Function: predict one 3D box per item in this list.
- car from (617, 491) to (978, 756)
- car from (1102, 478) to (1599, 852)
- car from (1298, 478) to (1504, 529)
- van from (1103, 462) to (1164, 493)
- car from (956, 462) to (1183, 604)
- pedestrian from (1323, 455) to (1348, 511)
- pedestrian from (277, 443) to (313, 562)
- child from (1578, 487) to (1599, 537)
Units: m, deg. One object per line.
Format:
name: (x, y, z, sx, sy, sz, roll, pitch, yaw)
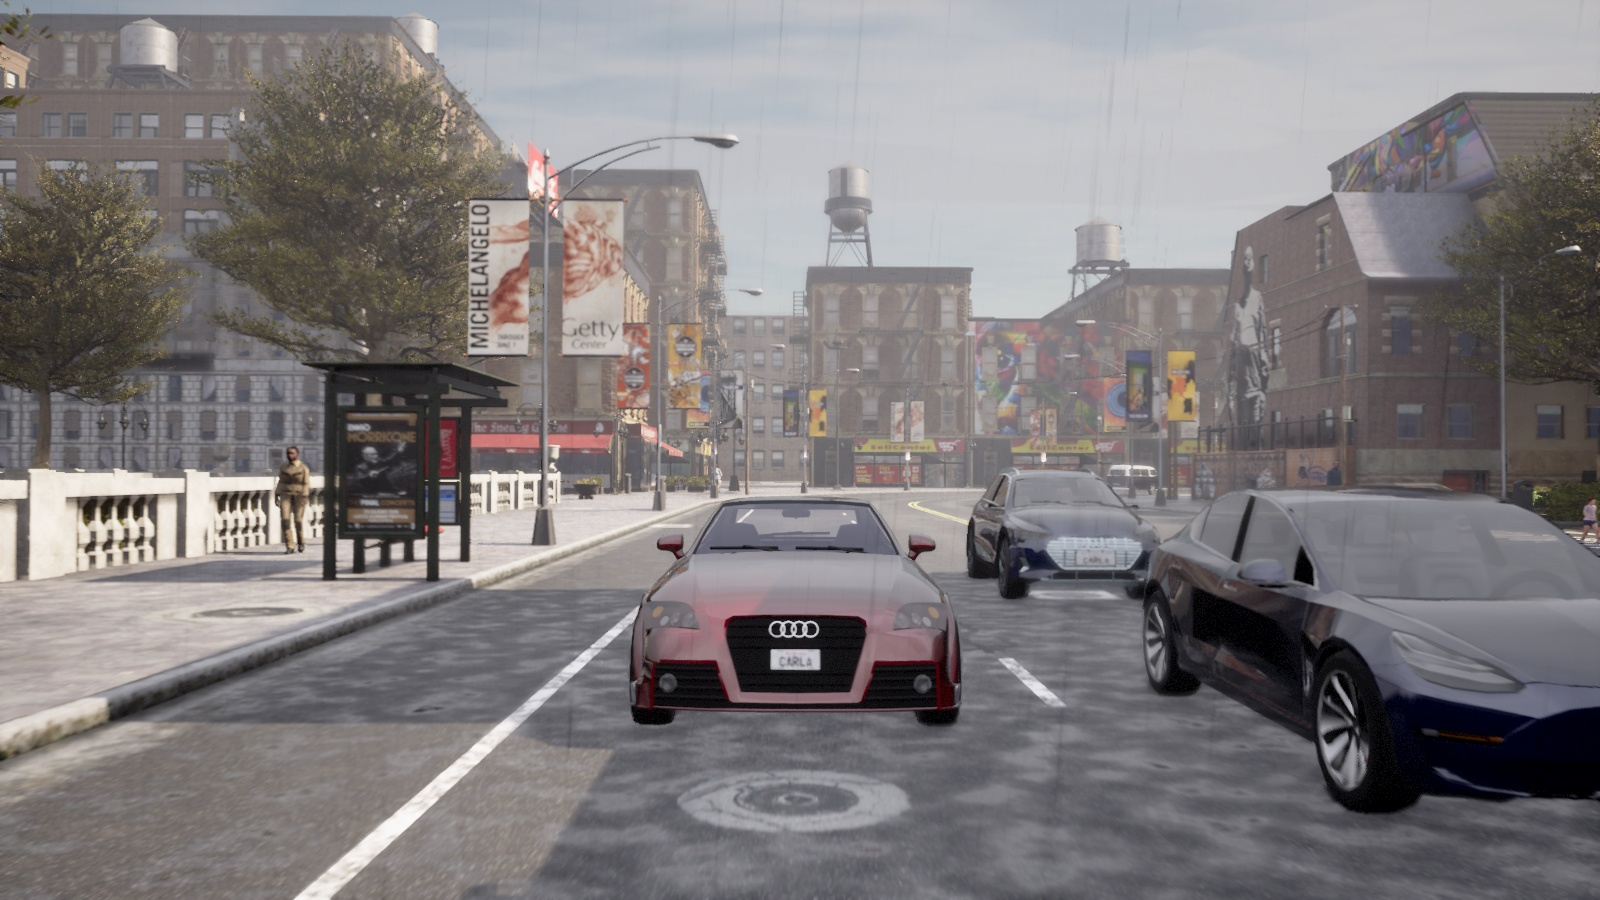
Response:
car: (-0.021, 1.030, 9.038, 1.994, 1.385, 4.181, 0, -1, 0)
car: (3.482, 0.926, 7.511, 2.163, 1.488, 4.792, 0, -1, 0)
car: (15.985, 1.413, 33.653, 4.718, 1.301, 1.895, -1, -1, 16)
van: (22.635, 1.869, 85.084, 2.069, 2.038, 4.480, -1, -2, 44)
car: (3.458, 1.018, 17.157, 2.033, 1.649, 4.856, 0, -1, 0)
pedestrian: (17.667, 1.093, 41.444, 0.402, 1.842, 0.726, 0, -1, -10)
pedestrian: (-8.325, 0.851, 20.724, 0.396, 1.930, 0.692, 0, -1, -8)
child: (17.771, 1.401, 28.270, 0.255, 1.110, 0.394, 0, -1, -4)
